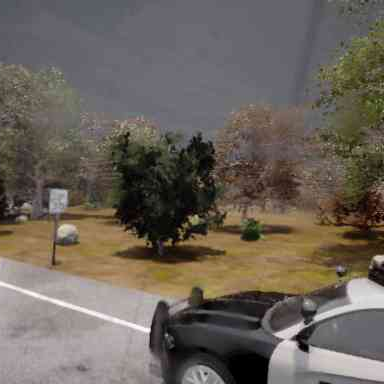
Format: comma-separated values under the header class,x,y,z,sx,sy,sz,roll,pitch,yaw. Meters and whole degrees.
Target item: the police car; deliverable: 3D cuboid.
class,x,y,z,sx,sy,sz,roll,pitch,yaw
police car,1.887,1.539,3.240,5.238,1.638,1.930,0,-2,32
